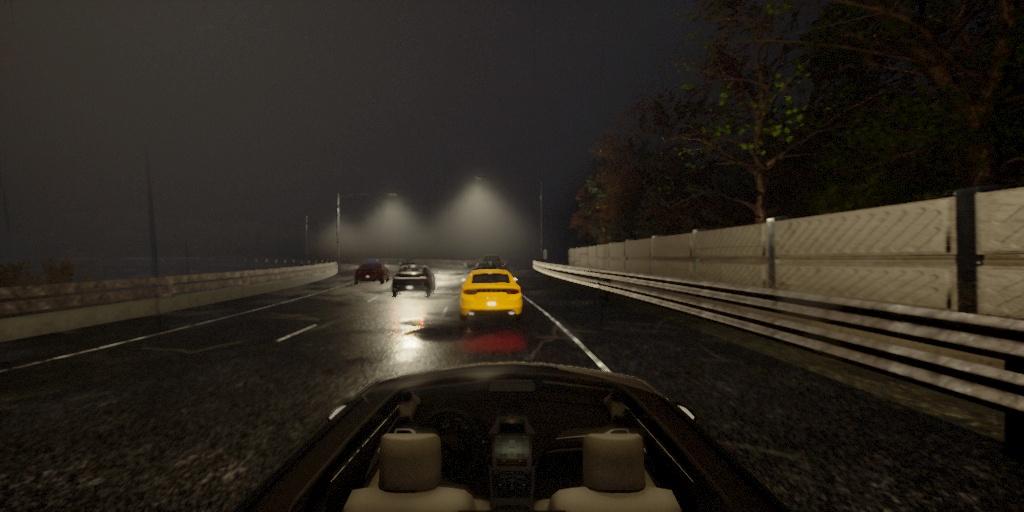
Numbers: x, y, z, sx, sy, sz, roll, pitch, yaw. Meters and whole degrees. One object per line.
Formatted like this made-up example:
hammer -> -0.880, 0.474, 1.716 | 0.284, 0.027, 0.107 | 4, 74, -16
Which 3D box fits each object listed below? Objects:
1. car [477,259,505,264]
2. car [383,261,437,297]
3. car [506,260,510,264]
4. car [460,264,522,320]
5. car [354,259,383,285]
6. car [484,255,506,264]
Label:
car -> -1.836, 1.201, 25.467 | 2.128, 1.511, 4.902 | 0, 0, -4
car -> -5.067, 1.220, 18.823 | 2.128, 1.511, 4.902 | 0, 0, -9
car -> -1.406, 1.258, 52.635 | 1.895, 1.301, 4.718 | 0, 0, 5
car -> -0.782, 1.209, 12.679 | 1.882, 1.535, 5.008 | 0, 0, -5
car -> -10.159, 1.203, 26.225 | 1.882, 1.535, 5.008 | 0, 0, -13
car -> -2.164, 0.902, 40.952 | 2.150, 2.045, 5.566 | 0, 0, 1
